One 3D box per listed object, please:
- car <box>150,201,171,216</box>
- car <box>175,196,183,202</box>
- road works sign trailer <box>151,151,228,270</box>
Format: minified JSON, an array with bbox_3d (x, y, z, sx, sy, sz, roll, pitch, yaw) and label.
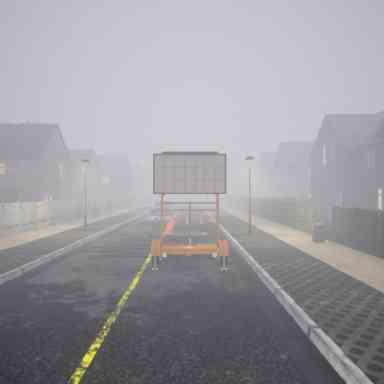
[{"bbox_3d":[-3.091,1.603,33.741,2.033,1.411,5.357,0,0,0],"label":"car"},{"bbox_3d":[-3.358,1.781,85.228,2.097,1.767,4.553,0,-1,0],"label":"car"},{"bbox_3d":[-0.070,0.467,11.009,2.380,3.560,2.880,0,0,0],"label":"road works sign trailer"}]
